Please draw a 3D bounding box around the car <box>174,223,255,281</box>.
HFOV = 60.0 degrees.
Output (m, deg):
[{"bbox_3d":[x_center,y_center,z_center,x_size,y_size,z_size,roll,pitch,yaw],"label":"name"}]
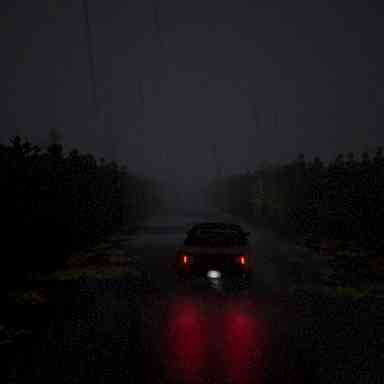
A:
[{"bbox_3d":[0.779,1.578,9.809,1.895,1.301,4.718,0,0,7],"label":"car"}]
